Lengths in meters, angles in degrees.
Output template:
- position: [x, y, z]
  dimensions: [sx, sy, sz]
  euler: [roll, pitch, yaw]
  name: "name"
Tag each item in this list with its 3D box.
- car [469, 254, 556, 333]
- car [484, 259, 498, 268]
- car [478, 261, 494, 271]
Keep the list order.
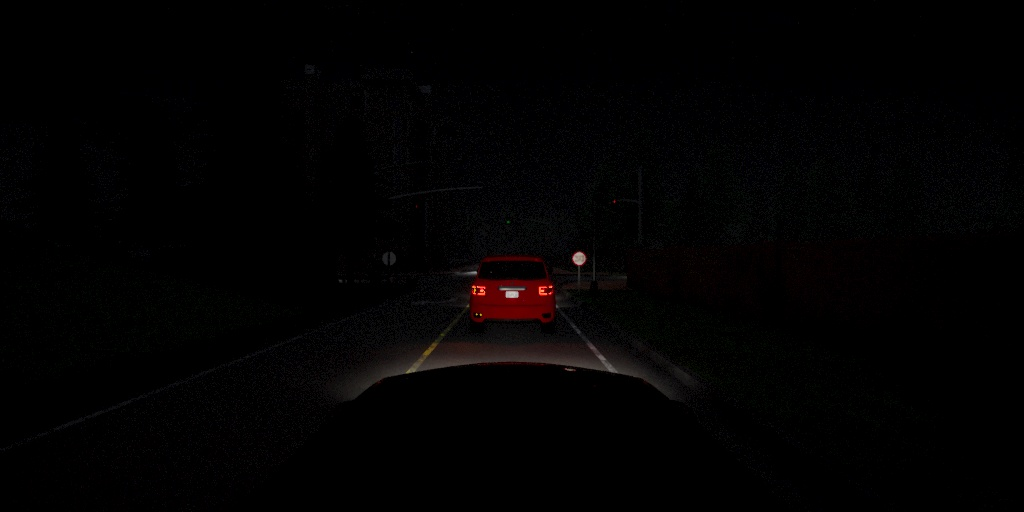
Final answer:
- position: [0.051, 0.971, 10.871]
  dimensions: [2.150, 2.045, 5.566]
  euler: [0, 0, 1]
  name: "car"
- position: [-3.516, 1.297, 60.677]
  dimensions: [2.033, 1.411, 5.357]
  euler: [0, 0, 0]
  name: "car"
- position: [-3.550, 1.351, 50.041]
  dimensions: [1.895, 1.301, 4.718]
  euler: [0, 0, 0]
  name: "car"
